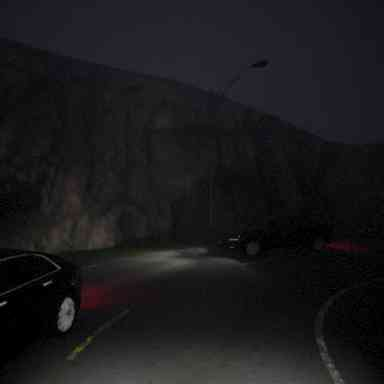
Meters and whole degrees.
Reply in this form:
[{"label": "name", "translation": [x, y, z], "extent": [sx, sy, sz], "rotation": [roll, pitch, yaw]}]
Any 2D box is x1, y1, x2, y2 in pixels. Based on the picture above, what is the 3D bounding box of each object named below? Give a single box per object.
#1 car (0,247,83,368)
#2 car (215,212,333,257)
[{"label": "car", "translation": [-3.115, 1.551, 4.106], "extent": [1.837, 1.490, 4.892], "rotation": [0, -1, 9]}, {"label": "car", "translation": [3.354, 1.620, 13.580], "extent": [5.008, 1.535, 1.882], "rotation": [0, -1, -21]}]
